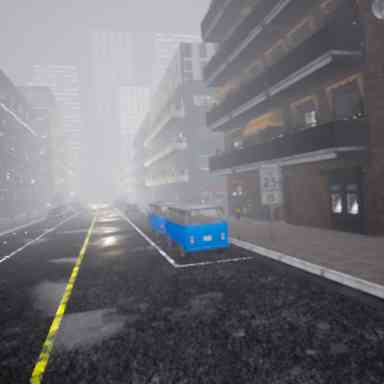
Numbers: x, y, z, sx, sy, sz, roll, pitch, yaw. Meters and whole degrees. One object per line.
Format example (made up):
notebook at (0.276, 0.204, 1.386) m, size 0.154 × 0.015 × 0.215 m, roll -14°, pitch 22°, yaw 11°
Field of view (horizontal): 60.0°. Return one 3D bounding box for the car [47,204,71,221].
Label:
car at (-15.243, 2.474, 37.638) m, size 1.802 × 1.307 × 4.206 m, roll -4°, pitch 0°, yaw -15°

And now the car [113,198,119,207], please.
car at (-12.989, 2.024, 61.413) m, size 2.192 × 1.841 × 5.009 m, roll -4°, pitch 0°, yaw -15°

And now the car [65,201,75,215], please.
car at (-16.698, 2.414, 43.049) m, size 1.967 × 1.590 × 4.097 m, roll -4°, pitch 0°, yaw -15°

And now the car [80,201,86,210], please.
car at (-22.511, 2.617, 64.689) m, size 2.192 × 1.841 × 5.009 m, roll -4°, pitch 0°, yaw -15°

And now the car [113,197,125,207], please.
car at (-15.879, 2.188, 72.236) m, size 2.192 × 1.841 × 5.009 m, roll -4°, pitch 0°, yaw -15°

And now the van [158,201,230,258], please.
van at (0.021, 1.316, 12.706) m, size 1.690 × 1.788 × 3.998 m, roll -4°, pitch 0°, yaw -15°

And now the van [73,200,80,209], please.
van at (-19.596, 2.478, 53.872) m, size 1.690 × 1.788 × 3.998 m, roll -4°, pitch 0°, yaw -15°

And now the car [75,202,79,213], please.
car at (-18.135, 2.606, 48.461) m, size 2.008 × 1.369 × 4.403 m, roll -4°, pitch 0°, yaw -15°

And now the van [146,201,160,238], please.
van at (-1.424, 1.398, 18.118) m, size 1.690 × 1.788 × 3.998 m, roll -4°, pitch 0°, yaw -15°

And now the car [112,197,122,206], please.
car at (-18.770, 2.352, 83.060) m, size 2.192 × 1.841 × 5.009 m, roll -4°, pitch 0°, yaw -15°

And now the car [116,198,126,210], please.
car at (-10.126, 2.073, 50.755) m, size 1.752 × 1.417 × 4.829 m, roll -4°, pitch 0°, yaw -15°

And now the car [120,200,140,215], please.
car at (-7.187, 1.964, 39.767) m, size 1.802 × 1.307 × 4.206 m, roll -4°, pitch 0°, yaw -15°
